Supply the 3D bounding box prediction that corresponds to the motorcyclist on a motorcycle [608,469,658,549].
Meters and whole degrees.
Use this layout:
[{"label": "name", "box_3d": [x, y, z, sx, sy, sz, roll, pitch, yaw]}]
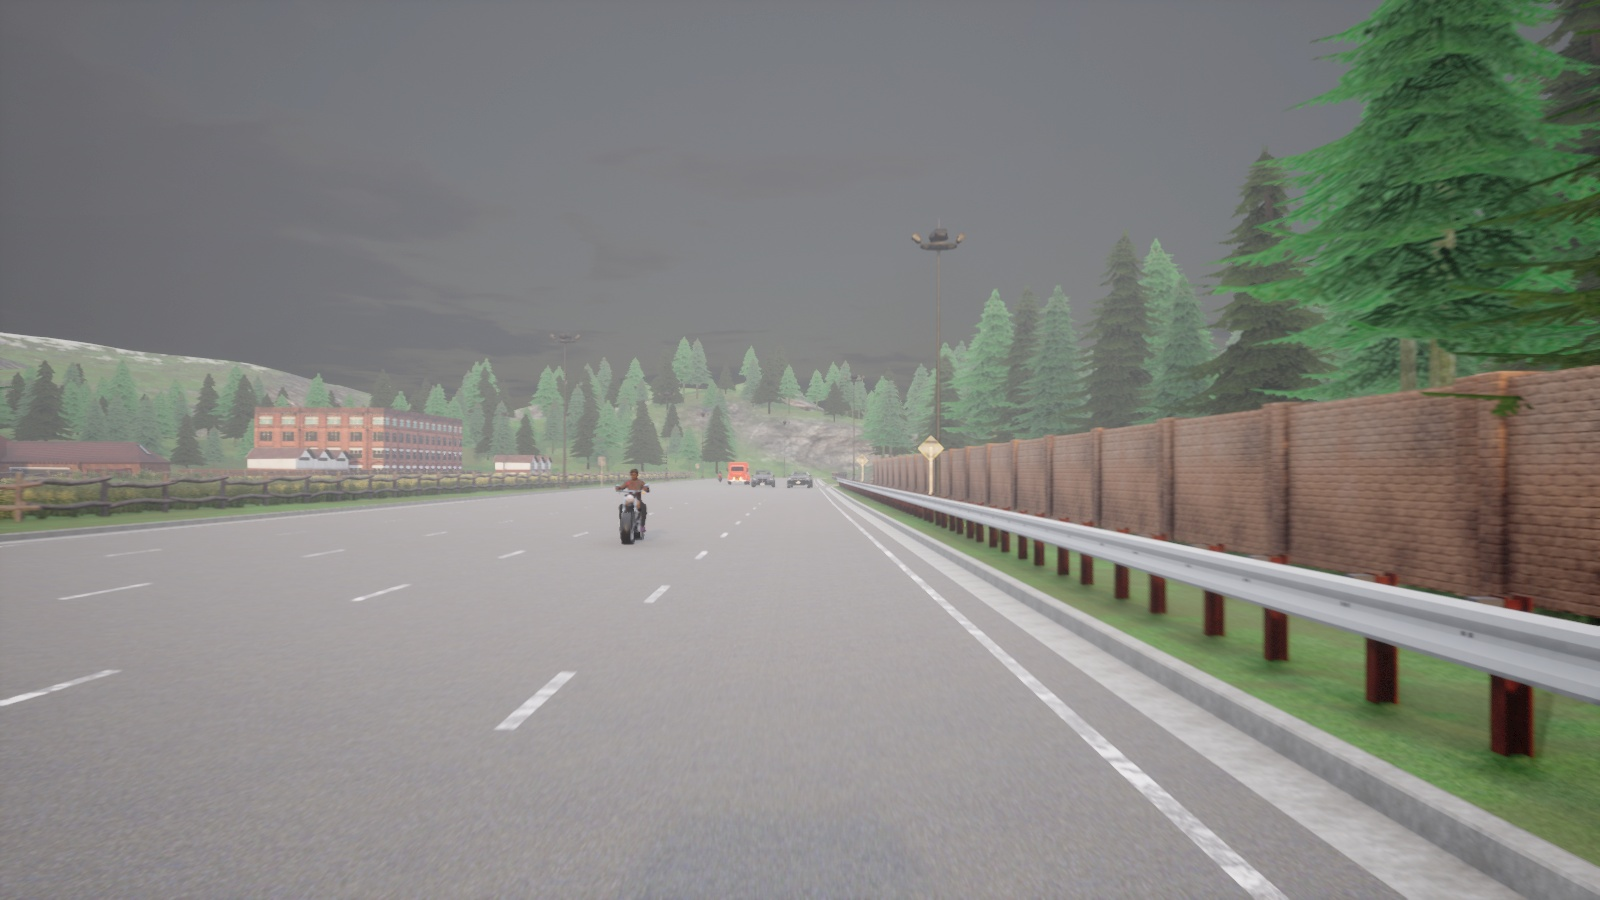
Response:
[{"label": "motorcyclist on a motorcycle", "box_3d": [-3.566, 1.229, 26.957, 0.766, 1.649, 2.350, 0, -1, 0]}]
